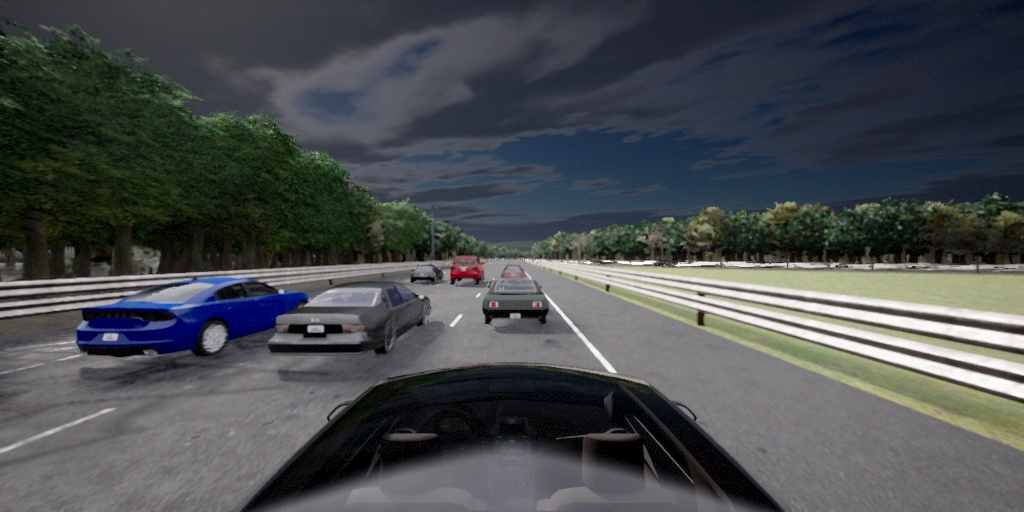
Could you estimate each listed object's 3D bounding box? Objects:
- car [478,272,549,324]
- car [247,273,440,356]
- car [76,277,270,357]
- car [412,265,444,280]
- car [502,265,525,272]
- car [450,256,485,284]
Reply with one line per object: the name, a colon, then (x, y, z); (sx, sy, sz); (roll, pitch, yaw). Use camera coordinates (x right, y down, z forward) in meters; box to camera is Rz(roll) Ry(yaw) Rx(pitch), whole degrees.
car: (0.102, 1.381, 12.140); (1.895, 1.301, 4.718); (0, 0, 0)
car: (-3.399, 1.318, 8.721); (2.033, 1.411, 5.357); (0, 0, 0)
car: (-6.909, 1.248, 8.641); (1.882, 1.535, 5.008); (0, 0, 0)
car: (-6.896, 1.404, 29.459); (1.994, 1.385, 4.181); (0, 0, 0)
car: (0.106, 1.403, 29.423); (1.994, 1.385, 4.181); (0, 0, 0)
car: (-3.398, 1.055, 27.871); (2.150, 2.045, 5.566); (0, 0, 0)
